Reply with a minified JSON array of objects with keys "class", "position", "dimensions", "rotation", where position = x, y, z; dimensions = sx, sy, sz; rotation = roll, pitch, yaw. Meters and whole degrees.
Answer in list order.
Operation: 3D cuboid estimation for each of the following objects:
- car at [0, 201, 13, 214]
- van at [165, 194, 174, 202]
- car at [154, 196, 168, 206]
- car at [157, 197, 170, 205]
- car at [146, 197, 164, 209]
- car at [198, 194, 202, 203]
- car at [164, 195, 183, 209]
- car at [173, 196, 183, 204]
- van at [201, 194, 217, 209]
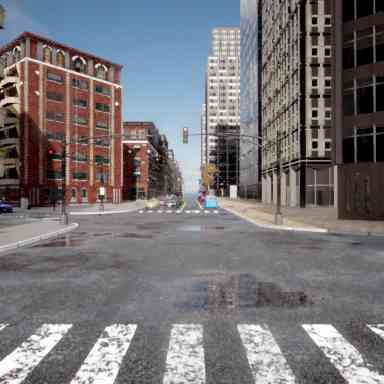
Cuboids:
[{"class":"car","position":[-21.610,1.671,36.836],"dimensions":[5.008,1.535,1.882],"rotation":[0,-1,41]},{"class":"van","position":[-5.312,1.474,79.090],"dimensions":[1.690,1.788,3.998],"rotation":[0,0,0]},{"class":"car","position":[-5.312,1.510,56.882],"dimensions":[1.967,1.590,4.097],"rotation":[0,0,0]},{"class":"car","position":[-5.313,1.650,62.434],"dimensions":[1.947,1.339,4.313],"rotation":[0,0,0]},{"class":"car","position":[-5.312,1.570,45.606],"dimensions":[1.752,1.417,4.829],"rotation":[0,0,0]},{"class":"car","position":[2.567,1.644,67.985],"dimensions":[1.887,1.381,4.507],"rotation":[0,0,0]},{"class":"car","position":[-2.813,1.537,45.966],"dimensions":[2.128,1.511,4.902],"rotation":[0,0,2]},{"class":"car","position":[-2.775,1.621,66.420],"dimensions":[1.812,1.442,4.674],"rotation":[0,0,1]},{"class":"van","position":[2.569,1.386,45.776],"dimensions":[1.690,1.788,3.998],"rotation":[0,0,0]}]
